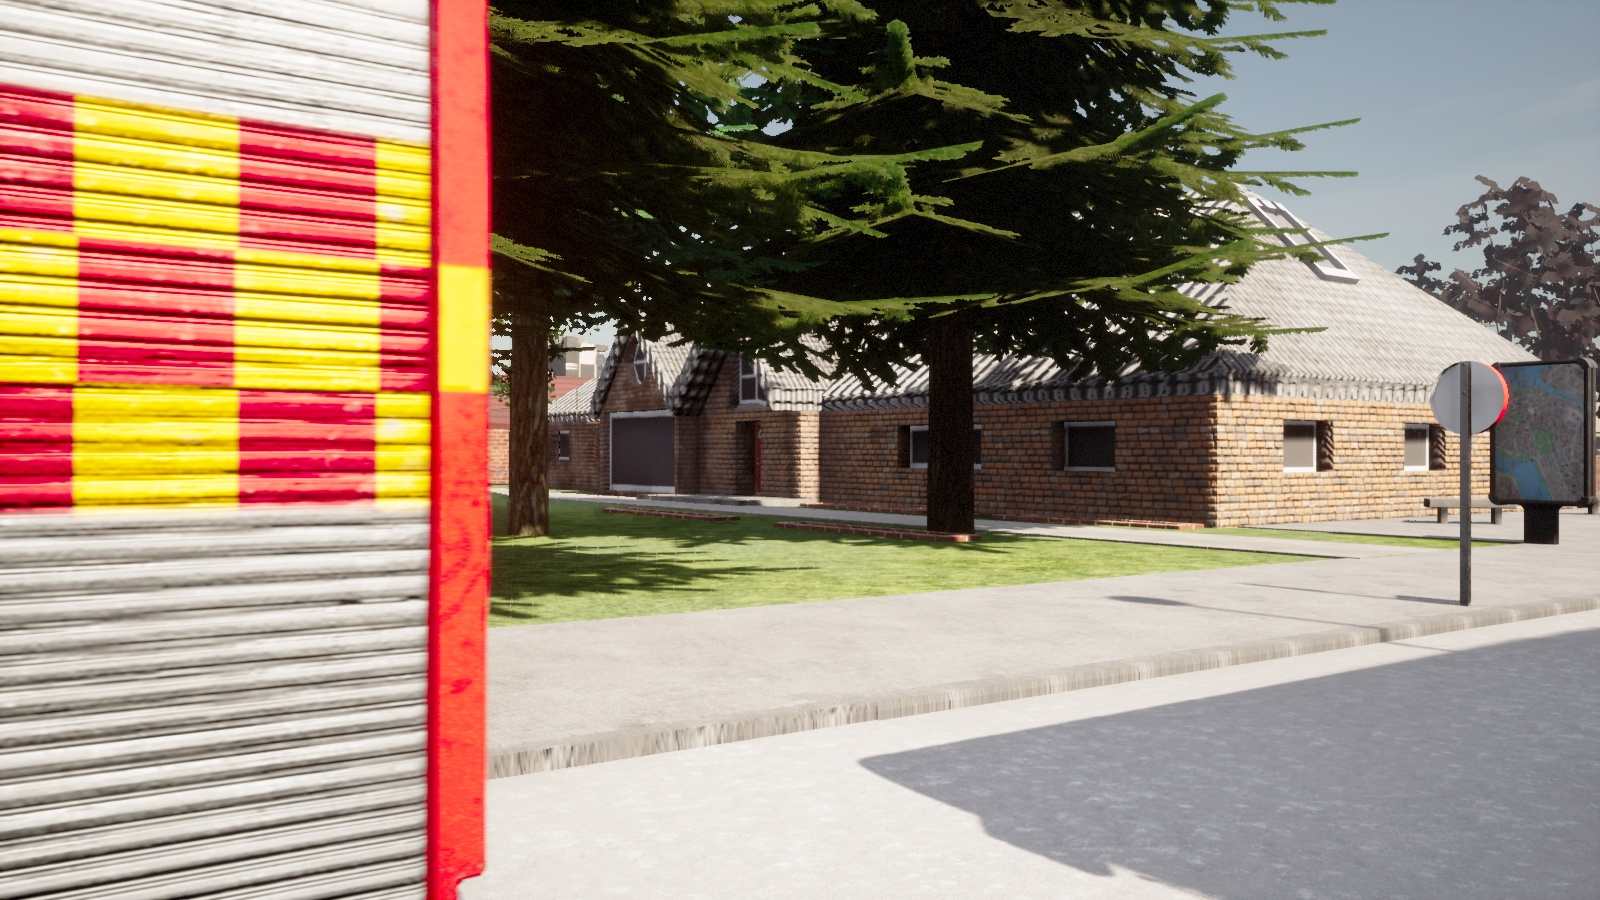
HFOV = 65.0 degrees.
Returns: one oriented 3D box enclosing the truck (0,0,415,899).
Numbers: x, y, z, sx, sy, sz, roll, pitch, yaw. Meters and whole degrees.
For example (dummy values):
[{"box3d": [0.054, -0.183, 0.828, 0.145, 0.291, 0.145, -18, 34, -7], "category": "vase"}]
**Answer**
[{"box3d": [-4.932, -0.407, 0.820, 8.468, 3.827, 2.891, 0, 0, -35], "category": "truck"}]
